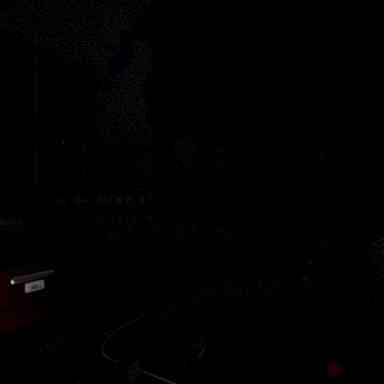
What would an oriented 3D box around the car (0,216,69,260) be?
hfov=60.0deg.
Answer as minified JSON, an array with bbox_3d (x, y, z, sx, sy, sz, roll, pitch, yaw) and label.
[{"bbox_3d":[-4.051,1.360,5.839,5.009,1.841,2.192,0,0,35],"label":"car"}]

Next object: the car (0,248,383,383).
[{"bbox_3d":[0.382,1.448,2.689,4.097,1.590,1.967,0,0,35],"label":"car"}]
